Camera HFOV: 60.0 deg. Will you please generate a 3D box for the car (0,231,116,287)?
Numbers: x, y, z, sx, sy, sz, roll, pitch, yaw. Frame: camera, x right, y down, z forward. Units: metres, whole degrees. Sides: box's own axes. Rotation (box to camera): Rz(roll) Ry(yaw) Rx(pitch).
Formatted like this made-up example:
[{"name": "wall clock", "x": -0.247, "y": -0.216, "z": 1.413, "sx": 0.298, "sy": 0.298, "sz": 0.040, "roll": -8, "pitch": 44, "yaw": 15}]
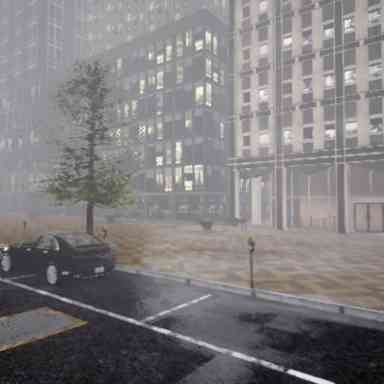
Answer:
[{"name": "car", "x": -4.201, "y": 1.863, "z": 10.172, "sx": 4.403, "sy": 1.369, "sz": 2.008, "roll": -1, "pitch": -3, "yaw": 37}]
